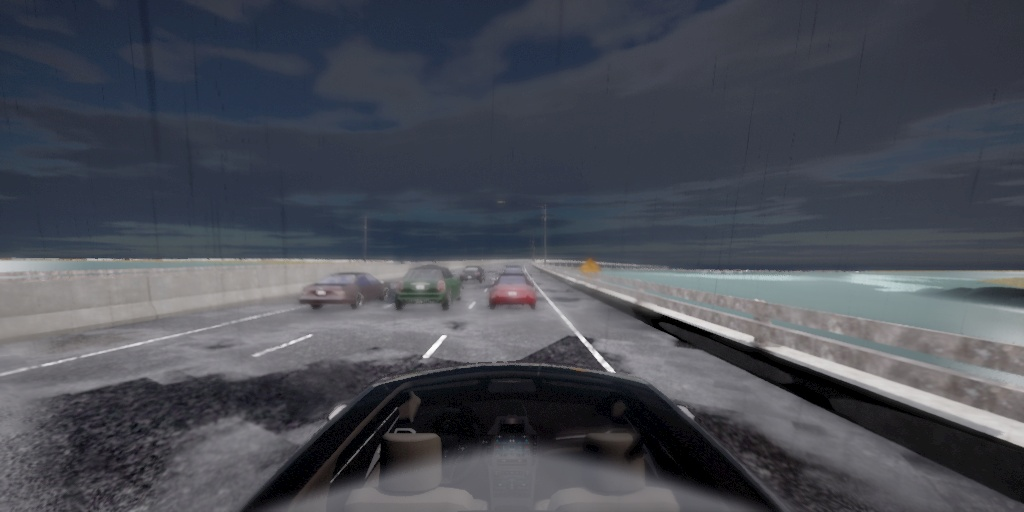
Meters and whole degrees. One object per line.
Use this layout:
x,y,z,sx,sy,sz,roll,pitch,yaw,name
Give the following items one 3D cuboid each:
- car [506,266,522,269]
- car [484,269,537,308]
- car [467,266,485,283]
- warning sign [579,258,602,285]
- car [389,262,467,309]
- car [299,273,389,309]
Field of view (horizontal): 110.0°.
0.134,1.566,30.566,2.033,1.411,5.357,0,0,1,car
0.033,1.448,15.922,1.994,1.385,4.181,0,-1,0,car
-3.357,1.549,30.983,1.812,1.442,4.674,0,0,1,car
4.604,1.045,20.915,1.300,1.860,1.060,0,0,0,warning sign
-3.471,1.232,15.732,2.097,1.767,4.553,0,-1,0,car
-6.973,1.429,15.663,2.033,1.411,5.357,0,-1,0,car
